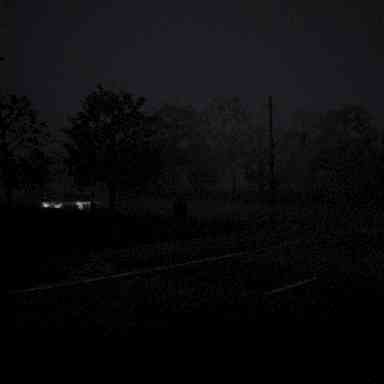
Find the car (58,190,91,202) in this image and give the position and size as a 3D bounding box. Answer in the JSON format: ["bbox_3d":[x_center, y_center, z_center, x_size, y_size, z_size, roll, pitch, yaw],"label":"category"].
[{"bbox_3d":[-15.889,0.418,45.738,5.008,1.535,1.882,3,4,39],"label":"car"}]

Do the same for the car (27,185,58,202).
[{"bbox_3d":[-20.034,0.172,44.579,5.566,2.045,2.150,3,3,39],"label":"car"}]
